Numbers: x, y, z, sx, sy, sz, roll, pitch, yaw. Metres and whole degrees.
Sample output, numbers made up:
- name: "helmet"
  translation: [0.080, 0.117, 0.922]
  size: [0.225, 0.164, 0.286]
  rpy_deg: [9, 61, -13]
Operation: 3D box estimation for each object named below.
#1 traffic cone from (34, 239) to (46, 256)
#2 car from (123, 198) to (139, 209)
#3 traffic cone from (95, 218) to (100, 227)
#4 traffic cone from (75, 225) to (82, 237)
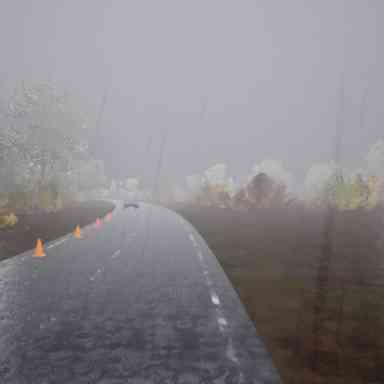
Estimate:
- name: "traffic cone"
  translation: [-5.421, 1.962, 11.811]
  size: [0.340, 0.580, 0.340]
  rpy_deg: [0, 0, -3]
- name: "car"
  translation: [-8.563, 1.562, 46.355]
  size: [2.033, 1.411, 5.357]
  rpy_deg: [0, 0, -11]
- name: "traffic cone"
  translation: [-6.148, 1.962, 21.672]
  size: [0.340, 0.580, 0.340]
  rpy_deg: [0, 0, -5]
- name: "traffic cone"
  translation: [-5.734, 1.962, 16.745]
  size: [0.340, 0.580, 0.340]
  rpy_deg: [0, 0, -4]
